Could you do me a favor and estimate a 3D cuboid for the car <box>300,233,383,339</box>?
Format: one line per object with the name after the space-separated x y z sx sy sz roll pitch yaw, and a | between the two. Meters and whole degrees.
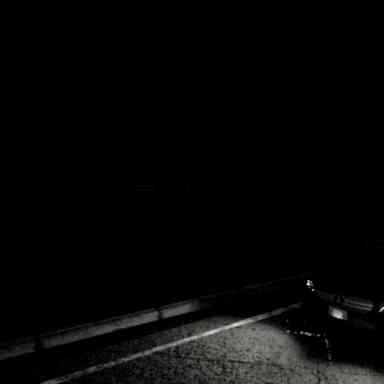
4.046 1.530 6.260 4.674 1.442 1.812 0 0 -35 | car
